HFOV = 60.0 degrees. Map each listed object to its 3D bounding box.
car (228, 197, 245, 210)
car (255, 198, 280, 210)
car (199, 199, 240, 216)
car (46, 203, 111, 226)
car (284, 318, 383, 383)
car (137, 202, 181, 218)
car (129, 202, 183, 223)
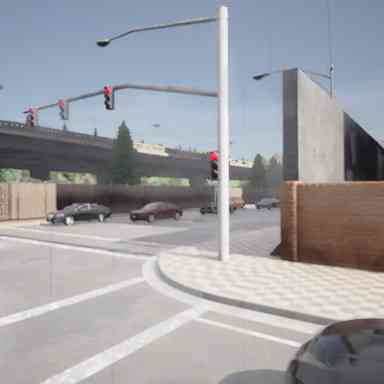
[{"bbox_3d":[5.011,1.453,43.168,2.097,1.767,4.553,-1,-1,36],"label":"car"},{"bbox_3d":[10.158,1.577,44.322,1.837,1.490,4.892,-1,0,36],"label":"car"},{"bbox_3d":[2.669,1.673,33.900,1.895,1.301,4.718,-1,0,36],"label":"car"},{"bbox_3d":[-8.278,1.590,24.622,2.128,1.511,4.902,-1,0,36],"label":"car"},{"bbox_3d":[2.977,1.495,1.846,4.892,1.490,1.837,0,0,36],"label":"car"},{"bbox_3d":[-3.097,1.662,31.873,1.994,1.385,4.181,-1,0,35],"label":"car"},{"bbox_3d":[-2.766,1.550,26.309,1.882,1.535,5.008,-1,0,36],"label":"car"}]
